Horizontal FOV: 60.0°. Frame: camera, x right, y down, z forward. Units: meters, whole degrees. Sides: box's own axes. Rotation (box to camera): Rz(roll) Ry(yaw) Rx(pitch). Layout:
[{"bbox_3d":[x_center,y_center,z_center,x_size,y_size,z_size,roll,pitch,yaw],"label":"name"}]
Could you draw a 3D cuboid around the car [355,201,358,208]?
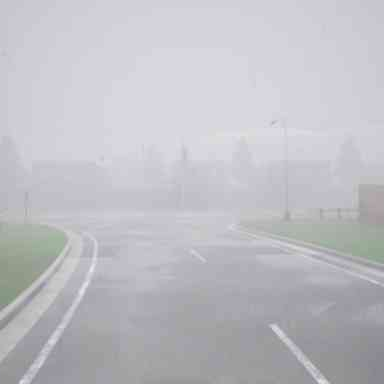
[{"bbox_3d":[22.075,1.293,39.760,5.008,1.535,1.882,0,0,-3],"label":"car"}]
